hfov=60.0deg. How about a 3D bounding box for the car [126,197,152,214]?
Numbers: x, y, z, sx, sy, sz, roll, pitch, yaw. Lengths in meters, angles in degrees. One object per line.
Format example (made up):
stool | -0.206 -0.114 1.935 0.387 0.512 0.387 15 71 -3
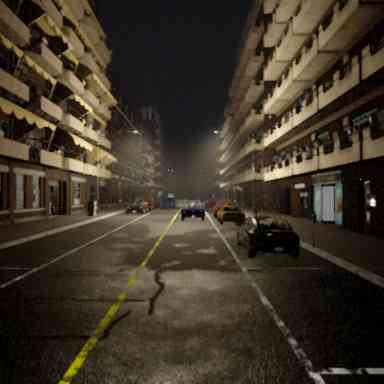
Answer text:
car | -5.673 1.535 34.808 1.947 1.339 4.313 1 0 0

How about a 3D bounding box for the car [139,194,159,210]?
car | -5.669 1.280 40.378 2.192 1.841 5.009 1 0 0

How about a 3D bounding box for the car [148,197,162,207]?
car | -5.671 1.537 51.522 1.802 1.307 4.206 1 0 0

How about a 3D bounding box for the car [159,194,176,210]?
car | -3.084 1.440 43.325 1.882 1.535 5.008 0 0 0

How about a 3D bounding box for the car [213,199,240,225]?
car | 2.705 1.504 23.794 1.752 1.417 4.829 1 0 0

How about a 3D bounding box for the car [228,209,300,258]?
car | 2.703 1.540 12.482 2.008 1.369 4.403 1 0 0

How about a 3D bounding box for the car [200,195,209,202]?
car | 2.721 1.462 73.935 1.752 1.417 4.829 1 0 0

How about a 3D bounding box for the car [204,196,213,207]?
car | 2.708 1.542 45.909 1.802 1.307 4.206 1 0 0

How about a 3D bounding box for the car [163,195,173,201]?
car | -5.666 1.498 79.377 1.947 1.339 4.313 1 0 0

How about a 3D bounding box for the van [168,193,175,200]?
van | -5.661 1.265 90.519 1.690 1.788 3.998 1 0 0

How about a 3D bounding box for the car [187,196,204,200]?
car | 0.033 1.514 39.044 2.033 1.411 5.357 0 0 1

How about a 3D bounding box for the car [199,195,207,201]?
car | 2.695 1.473 84.907 1.887 1.381 4.507 1 0 0

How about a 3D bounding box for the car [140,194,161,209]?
car | -5.668 1.275 45.950 2.192 1.841 5.009 1 0 0

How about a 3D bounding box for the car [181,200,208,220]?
car | 0.093 1.577 27.580 1.895 1.301 4.718 0 0 0

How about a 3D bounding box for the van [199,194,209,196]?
van | 2.719 1.283 68.193 1.690 1.788 3.998 1 0 0

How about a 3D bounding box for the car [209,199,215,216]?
car | 2.706 1.556 29.196 1.802 1.307 4.206 1 0 0
